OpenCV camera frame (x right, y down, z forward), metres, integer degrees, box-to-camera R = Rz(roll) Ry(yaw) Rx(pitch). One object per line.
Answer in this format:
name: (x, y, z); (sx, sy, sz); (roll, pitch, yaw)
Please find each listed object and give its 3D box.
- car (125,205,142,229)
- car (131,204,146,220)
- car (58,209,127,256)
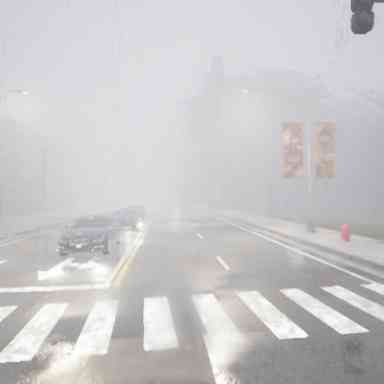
car: (-4.969, 1.913, 24.121); (1.994, 1.385, 4.181); (-1, -1, -4)
car: (-5.748, 1.990, 34.217); (2.128, 1.511, 4.902); (-1, -1, -4)
car: (-4.195, 1.721, 14.299); (1.837, 1.490, 4.892); (-1, -1, -4)
